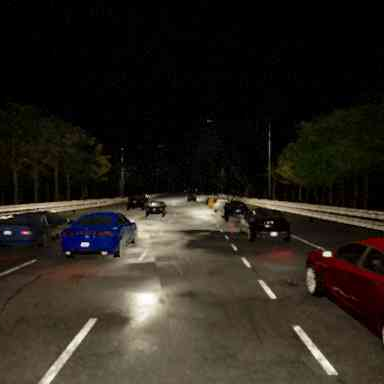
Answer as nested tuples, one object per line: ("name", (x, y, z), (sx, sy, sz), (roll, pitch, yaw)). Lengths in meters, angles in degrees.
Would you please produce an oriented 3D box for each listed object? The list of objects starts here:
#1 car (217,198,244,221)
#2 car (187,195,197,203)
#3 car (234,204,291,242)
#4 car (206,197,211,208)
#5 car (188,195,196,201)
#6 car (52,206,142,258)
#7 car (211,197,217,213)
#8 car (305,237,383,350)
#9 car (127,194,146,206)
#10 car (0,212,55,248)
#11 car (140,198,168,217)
("car", (3.501, 1.498, 27.643), (2.033, 1.649, 4.856), (0, 0, 0))
("car", (0.001, 1.444, 69.075), (1.812, 1.442, 4.674), (0, 0, 0))
("car", (3.501, 1.550, 16.644), (1.837, 1.490, 4.892), (0, 0, 0))
("car", (3.500, 1.583, 49.642), (1.882, 1.535, 5.008), (0, 0, 0))
("car", (0.000, 1.495, 87.180), (2.033, 1.411, 5.357), (0, 0, 0))
("car", (-3.398, 1.515, 13.032), (1.882, 1.535, 5.008), (0, 0, 0))
("car", (3.501, 1.614, 38.643), (1.812, 1.442, 4.674), (0, 0, 0))
("car", (3.501, 1.496, 5.644), (1.882, 1.535, 5.008), (0, 0, 0))
("car", (-6.901, 1.319, 42.774), (2.150, 2.045, 5.566), (0, 0, 0))
("car", (-6.899, 1.589, 15.003), (2.033, 1.411, 5.357), (0, 0, 0))
("car", (-3.399, 1.624, 32.607), (2.033, 1.411, 5.357), (0, 0, 0))
